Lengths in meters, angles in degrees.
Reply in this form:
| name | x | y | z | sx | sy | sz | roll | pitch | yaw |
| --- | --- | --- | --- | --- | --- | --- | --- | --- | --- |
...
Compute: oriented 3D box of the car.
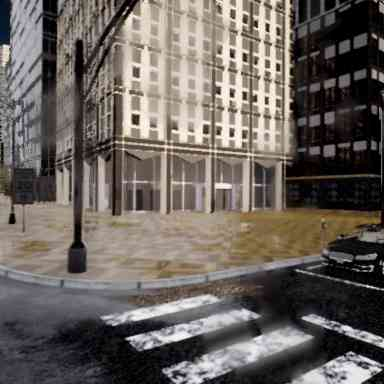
| name | x | y | z | sx | sy | sz | roll | pitch | yaw |
| --- | --- | --- | --- | --- | --- | --- | --- | --- | --- |
| car | 5.780 | 1.660 | 10.266 | 4.403 | 1.369 | 2.008 | 1 | -1 | -36 |
